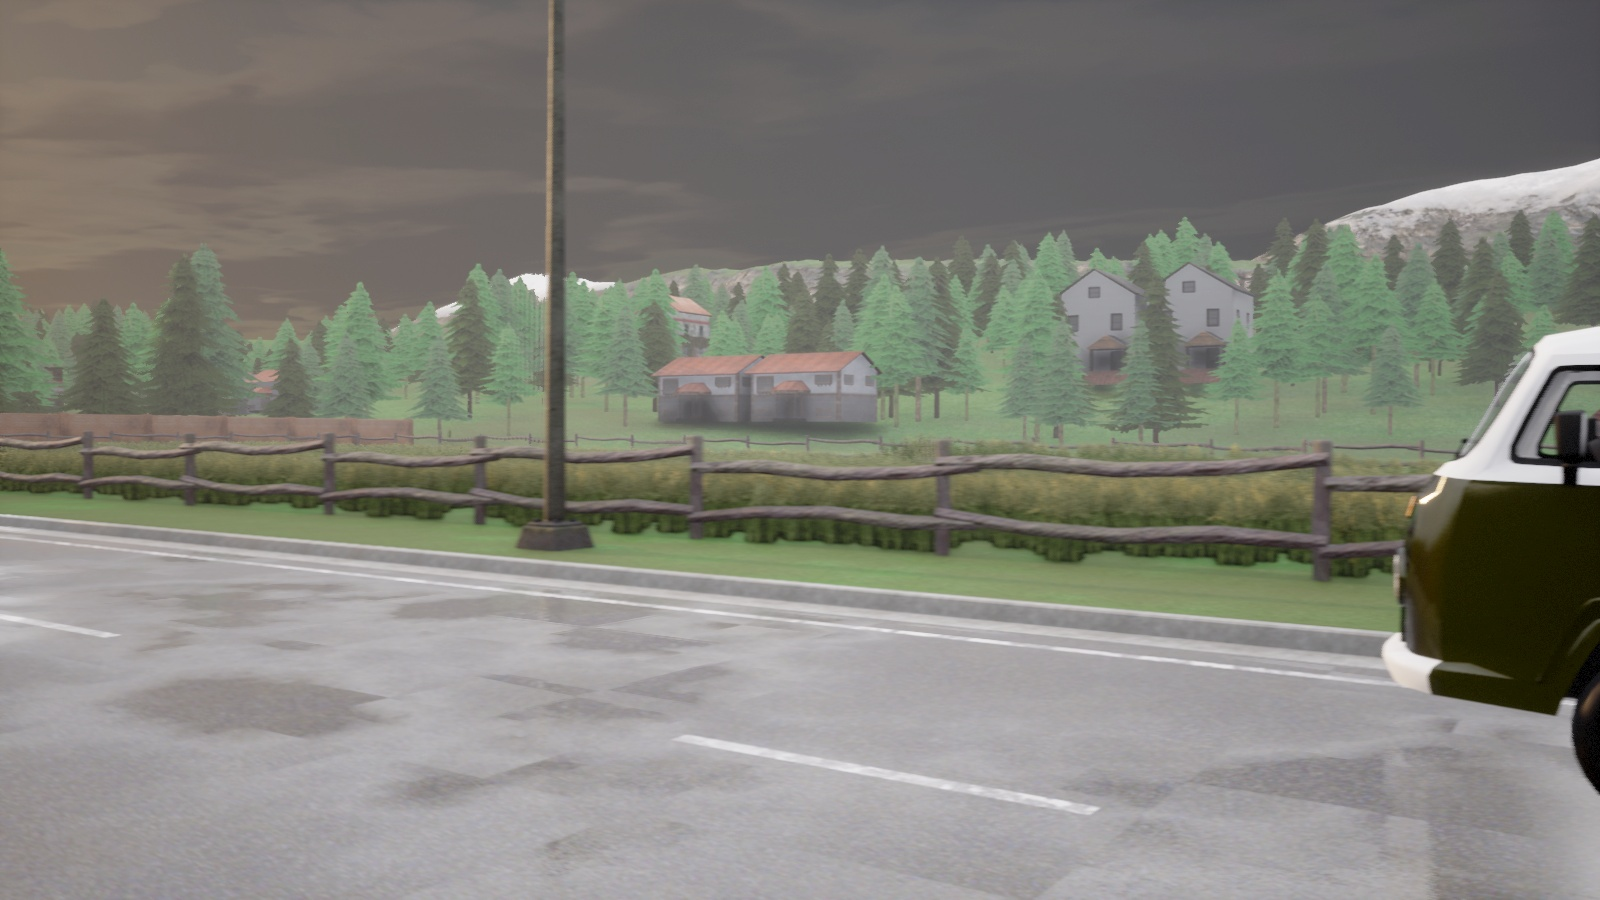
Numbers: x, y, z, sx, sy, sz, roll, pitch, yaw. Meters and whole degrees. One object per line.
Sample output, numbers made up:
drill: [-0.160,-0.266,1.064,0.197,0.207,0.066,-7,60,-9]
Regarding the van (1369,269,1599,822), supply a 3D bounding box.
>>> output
van: [4.732,0.348,4.676,4.480,2.038,2.069,0,1,34]
